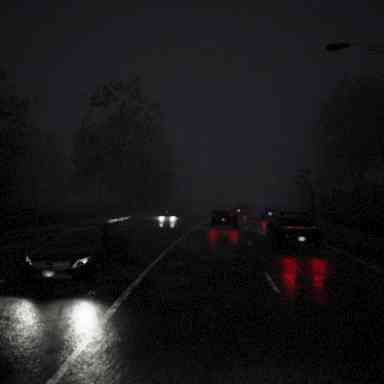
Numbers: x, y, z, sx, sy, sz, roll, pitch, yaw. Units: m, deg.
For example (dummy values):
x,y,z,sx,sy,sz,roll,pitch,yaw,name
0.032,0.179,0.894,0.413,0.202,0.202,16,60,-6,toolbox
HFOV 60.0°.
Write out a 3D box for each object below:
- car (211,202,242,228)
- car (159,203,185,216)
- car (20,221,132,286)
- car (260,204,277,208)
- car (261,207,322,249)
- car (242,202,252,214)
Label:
x,y,z,sx,sy,sz,roll,pitch,yaw,name
2.571,1.761,25.134,1.882,1.535,5.008,0,-1,10,car
-2.208,1.963,37.253,1.994,1.385,4.181,0,-1,14,car
-3.096,1.626,9.916,1.812,1.442,4.674,0,-1,4,car
7.903,1.922,33.609,1.812,1.442,4.674,0,-1,13,car
4.681,1.679,15.703,2.128,1.511,4.902,0,-1,7,car
6.300,1.966,41.505,2.128,1.511,4.902,0,-1,15,car
